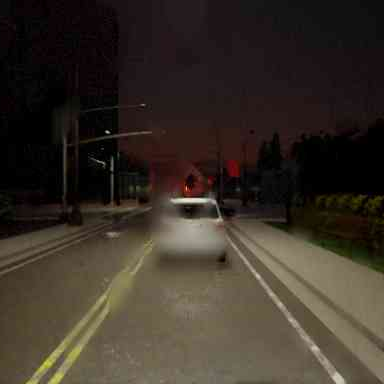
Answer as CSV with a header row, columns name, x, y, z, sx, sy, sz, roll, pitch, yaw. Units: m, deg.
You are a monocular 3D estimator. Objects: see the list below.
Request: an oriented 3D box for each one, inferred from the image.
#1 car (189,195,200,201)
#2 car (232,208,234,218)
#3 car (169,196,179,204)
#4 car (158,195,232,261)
name,x,y,z,sx,sy,sz,roll,pitch,yaw
car,0.742,1.533,87.701,1.882,1.535,5.008,0,0,12
car,1.684,1.625,27.162,1.895,1.301,4.718,0,0,34
car,-3.517,1.577,65.210,1.812,1.442,4.674,0,0,0
car,0.029,1.233,12.378,2.150,2.045,5.566,0,0,0
